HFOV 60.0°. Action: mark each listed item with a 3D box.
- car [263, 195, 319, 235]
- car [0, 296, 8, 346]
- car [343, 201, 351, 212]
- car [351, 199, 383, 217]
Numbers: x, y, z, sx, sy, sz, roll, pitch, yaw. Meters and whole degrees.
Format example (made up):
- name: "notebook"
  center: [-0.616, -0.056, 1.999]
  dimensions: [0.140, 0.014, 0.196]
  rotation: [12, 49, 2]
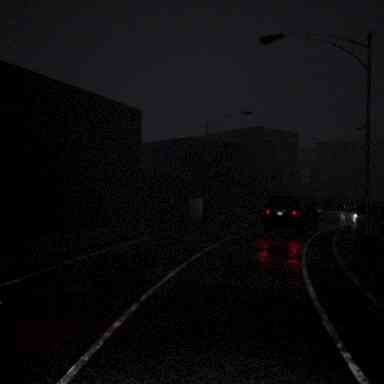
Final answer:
- name: "car"
  center: [5.866, 1.222, 19.445]
  dimensions: [2.150, 2.045, 5.566]
  rotation: [1, 0, 30]
- name: "car"
  center: [-3.294, 1.498, 2.259]
  dimensions: [1.812, 1.442, 4.674]
  rotation: [0, 0, 6]
- name: "car"
  center: [19.556, 1.591, 39.066]
  dimensions: [4.892, 1.490, 1.837]
  rotation: [1, 1, -39]
- name: "car"
  center: [18.118, 1.600, 32.990]
  dimensions: [5.008, 1.535, 1.882]
  rotation: [1, 1, -41]
